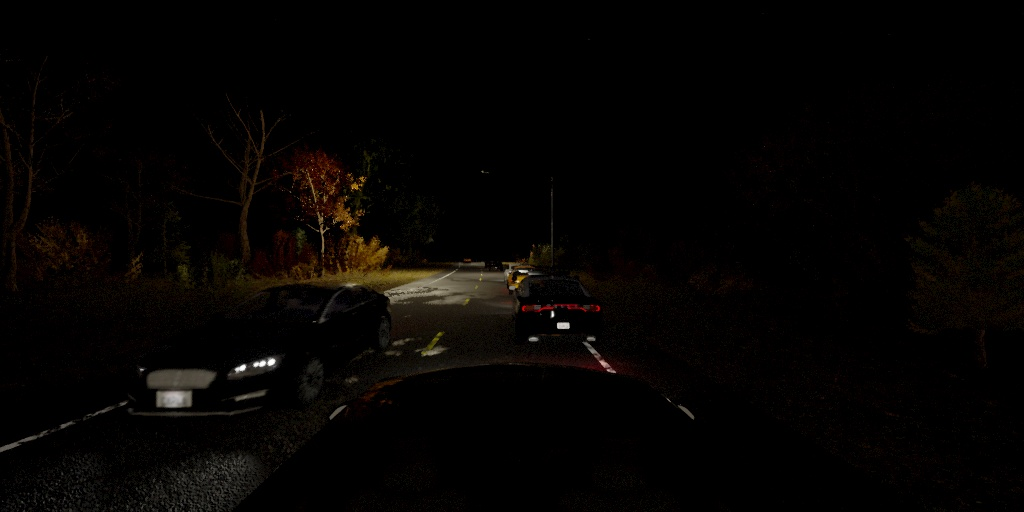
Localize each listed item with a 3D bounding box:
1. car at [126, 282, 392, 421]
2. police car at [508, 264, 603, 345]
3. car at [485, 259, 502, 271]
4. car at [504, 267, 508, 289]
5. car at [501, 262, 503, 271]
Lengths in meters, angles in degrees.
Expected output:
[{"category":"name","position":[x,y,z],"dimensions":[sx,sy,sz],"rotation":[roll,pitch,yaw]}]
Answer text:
[{"category":"car","position":[-3.586,1.241,6.219],"dimensions":[2.128,1.511,4.902],"rotation":[0,0,-1]},{"category":"police car","position":[0.964,1.174,9.663],"dimensions":[1.930,1.638,5.238],"rotation":[0,0,-1]},{"category":"car","position":[-2.226,1.234,47.620],"dimensions":[1.837,1.490,4.892],"rotation":[0,0,-5]},{"category":"car","position":[0.667,1.200,19.795],"dimensions":[1.801,1.575,5.366],"rotation":[0,0,-2]},{"category":"car","position":[0.401,1.264,25.633],"dimensions":[1.812,1.442,4.674],"rotation":[0,0,-3]}]
